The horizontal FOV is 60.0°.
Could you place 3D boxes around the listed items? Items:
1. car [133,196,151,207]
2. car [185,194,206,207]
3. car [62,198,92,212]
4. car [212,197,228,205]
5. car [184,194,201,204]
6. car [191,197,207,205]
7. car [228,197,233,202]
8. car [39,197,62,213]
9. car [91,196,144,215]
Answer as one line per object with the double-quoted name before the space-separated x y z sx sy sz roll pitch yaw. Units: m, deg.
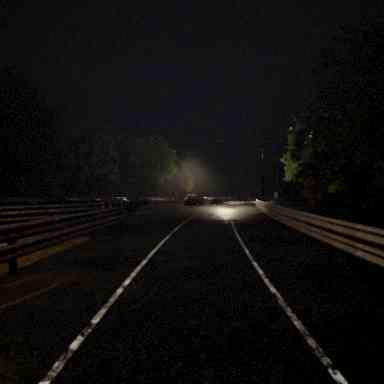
"car" -8.044 1.377 50.837 2.097 1.767 4.553 0 -1 18
"car" 0.466 1.490 54.260 2.097 1.767 4.553 0 0 18
"car" -10.269 1.337 32.975 1.812 1.442 4.674 0 -1 18
"car" 5.478 1.813 69.555 1.882 1.535 5.008 0 -1 18
"car" 0.114 1.593 75.642 2.150 2.045 5.566 0 -1 18
"car" 1.540 1.803 68.764 1.837 1.490 4.892 0 -1 18
"car" 9.313 2.178 92.413 1.994 1.385 4.181 0 -1 18
"car" -13.576 1.307 34.117 1.837 1.490 4.892 0 -1 18
"car" -6.959 1.399 31.800 2.033 1.411 5.357 1 -1 18
